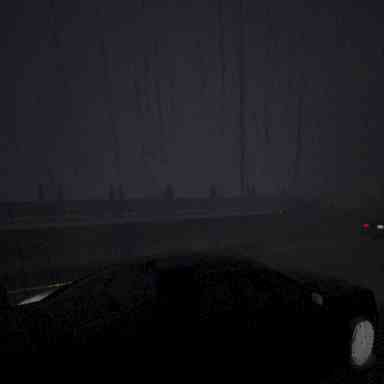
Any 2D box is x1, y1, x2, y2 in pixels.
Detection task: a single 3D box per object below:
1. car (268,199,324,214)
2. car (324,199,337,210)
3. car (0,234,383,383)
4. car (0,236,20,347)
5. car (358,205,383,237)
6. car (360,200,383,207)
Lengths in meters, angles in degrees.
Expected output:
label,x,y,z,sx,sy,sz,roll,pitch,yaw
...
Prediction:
label,x,y,z,sx,sy,sz,roll,pitch,yaw
car,8.283,1.383,27.092,4.892,1.490,1.837,0,0,-35
car,13.395,1.395,35.019,4.181,1.385,1.994,0,0,-35
car,0.265,1.465,3.935,5.008,1.535,1.882,0,0,-35
car,-4.861,1.572,4.578,4.181,1.385,1.994,0,0,-36
car,9.681,1.458,14.949,5.357,1.411,2.033,0,0,-36
car,16.037,1.388,28.315,5.357,1.411,2.033,0,0,-35
